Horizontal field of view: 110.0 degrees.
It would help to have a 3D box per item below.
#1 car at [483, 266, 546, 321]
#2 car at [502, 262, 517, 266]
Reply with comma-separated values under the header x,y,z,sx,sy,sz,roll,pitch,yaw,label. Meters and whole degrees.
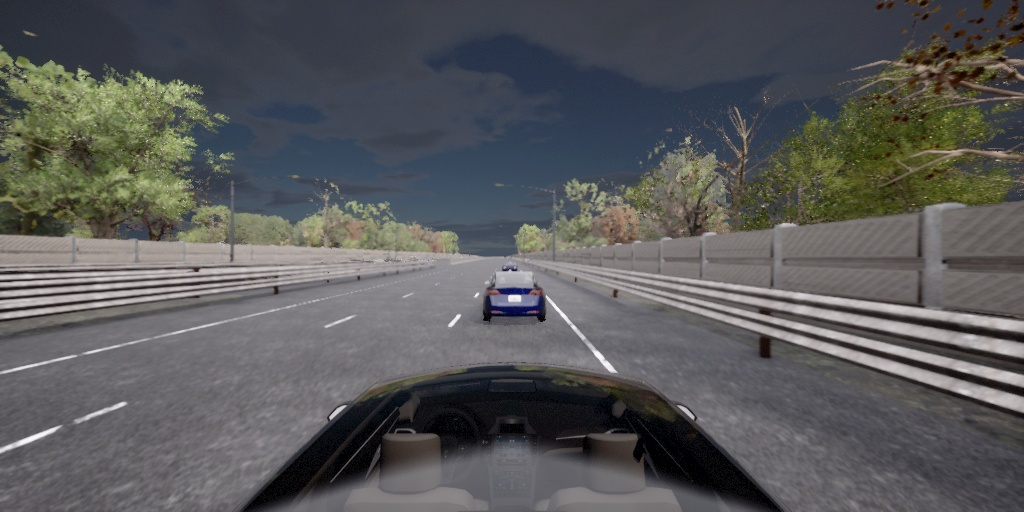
x,y,z,sx,sy,sz,roll,pitch,yaw,label
0.070,1.259,12.565,2.163,1.488,4.792,0,0,0,car
-0.274,1.375,43.535,1.895,1.301,4.718,0,0,-1,car
